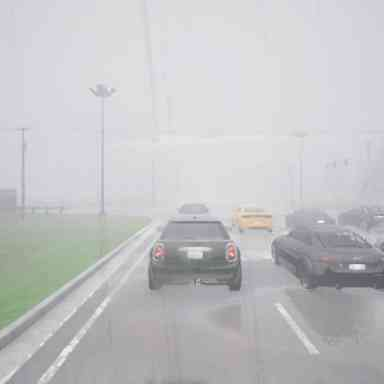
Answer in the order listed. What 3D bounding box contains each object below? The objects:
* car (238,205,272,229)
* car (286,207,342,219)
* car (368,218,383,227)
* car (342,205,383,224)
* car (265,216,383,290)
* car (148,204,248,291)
[{"bbox_3d":[3.605,1.546,20.515,1.882,1.535,5.008,0,0,0],"label":"car"},{"bbox_3d":[7.103,1.630,20.347,1.994,1.385,4.181,0,0,0],"label":"car"},{"bbox_3d":[7.082,1.631,9.102,1.895,1.301,4.718,0,0,0],"label":"car"},{"bbox_3d":[10.602,1.557,20.186,2.128,1.511,4.902,0,0,0],"label":"car"},{"bbox_3d":[3.574,1.595,9.196,1.994,1.385,4.181,0,0,0],"label":"car"},{"bbox_3d":[0.075,1.383,9.246,2.097,1.767,4.553,0,0,0],"label":"car"}]
